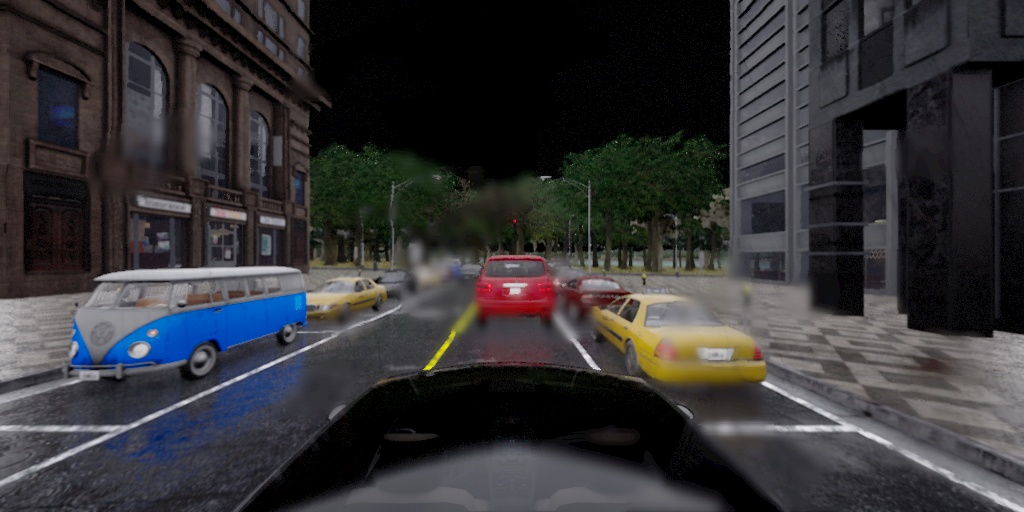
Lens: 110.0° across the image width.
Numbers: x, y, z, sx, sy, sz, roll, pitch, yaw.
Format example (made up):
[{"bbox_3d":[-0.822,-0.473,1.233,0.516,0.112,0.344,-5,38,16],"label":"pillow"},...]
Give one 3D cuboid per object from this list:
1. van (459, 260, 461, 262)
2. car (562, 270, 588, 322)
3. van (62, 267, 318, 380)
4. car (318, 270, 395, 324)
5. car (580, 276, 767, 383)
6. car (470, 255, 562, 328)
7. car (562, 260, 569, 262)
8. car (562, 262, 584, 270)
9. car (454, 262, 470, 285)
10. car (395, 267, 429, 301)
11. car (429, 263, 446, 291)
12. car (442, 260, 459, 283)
[{"bbox_3d":[-5.755,1.257,34.174,1.690,1.789,3.998,0,0,0],"label":"van"},{"bbox_3d":[2.764,1.349,12.422,1.888,1.381,4.507,0,0,0],"label":"car"},{"bbox_3d":[-5.762,1.117,6.987,1.690,1.789,3.998,0,0,0],"label":"van"},{"bbox_3d":[-5.761,1.329,12.254,1.751,1.417,4.829,0,0,0],"label":"car"},{"bbox_3d":[2.763,1.302,7.154,1.751,1.417,4.829,0,0,0],"label":"car"},{"bbox_3d":[0.105,1.018,11.690,2.150,2.045,5.566,0,-1,0],"label":"car"},{"bbox_3d":[2.767,1.174,23.297,2.192,1.841,5.009,0,0,0],"label":"car"},{"bbox_3d":[2.766,1.271,17.859,1.967,1.591,4.097,0,0,0],"label":"car"},{"bbox_3d":[-3.032,1.390,28.057,1.837,1.490,4.892,0,-1,1],"label":"car"},{"bbox_3d":[-5.759,1.397,17.861,1.948,1.339,4.313,0,0,0],"label":"car"},{"bbox_3d":[-5.758,1.384,23.129,1.751,1.417,4.829,0,0,0],"label":"car"},{"bbox_3d":[-5.757,1.327,28.736,1.967,1.591,4.097,0,0,0],"label":"car"}]
